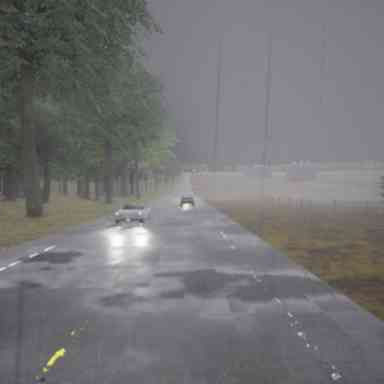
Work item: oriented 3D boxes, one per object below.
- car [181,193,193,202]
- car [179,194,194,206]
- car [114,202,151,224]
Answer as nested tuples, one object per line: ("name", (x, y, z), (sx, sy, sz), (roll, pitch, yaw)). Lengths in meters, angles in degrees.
("car", (-0.971, 1.052, 63.796), (2.128, 1.511, 4.902), (0, 0, -1))
("car", (-0.634, 1.133, 44.968), (1.837, 1.490, 4.892), (0, 0, -1))
("car", (-3.959, 1.403, 22.747), (1.895, 1.301, 4.718), (0, 0, -1))
